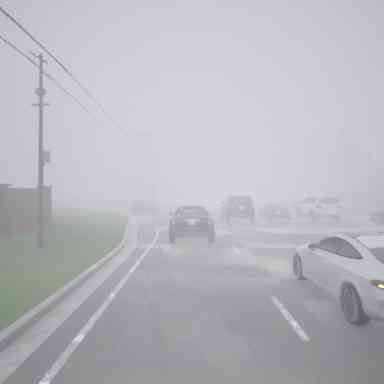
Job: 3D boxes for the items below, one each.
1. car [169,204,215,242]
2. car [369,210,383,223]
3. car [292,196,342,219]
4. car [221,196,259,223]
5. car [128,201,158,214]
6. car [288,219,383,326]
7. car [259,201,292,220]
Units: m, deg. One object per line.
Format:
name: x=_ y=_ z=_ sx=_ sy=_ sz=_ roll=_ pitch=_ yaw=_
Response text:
car: x=-0.109 y=1.408 z=16.906 sx=2.097 sy=1.767 sz=4.553 roll=0 pitch=0 yaw=-3
car: x=14.106 y=1.625 z=22.268 sx=2.033 sy=1.411 sz=5.357 roll=0 pitch=0 yaw=0
car: x=10.609 y=1.319 z=28.076 sx=2.150 sy=2.045 sz=5.566 roll=0 pitch=0 yaw=0
car: x=3.607 y=1.313 z=26.776 sx=2.150 sy=2.045 sz=5.566 roll=0 pitch=0 yaw=0
car: x=-5.570 y=1.676 z=37.365 sx=2.033 sy=1.411 sz=5.357 roll=0 pitch=0 yaw=-28
car: x=3.602 y=1.550 z=6.988 sx=1.812 sy=1.442 sz=4.674 roll=0 pitch=0 yaw=0
car: x=7.108 y=1.664 z=29.155 sx=1.994 sy=1.385 sz=4.181 roll=0 pitch=0 yaw=0
